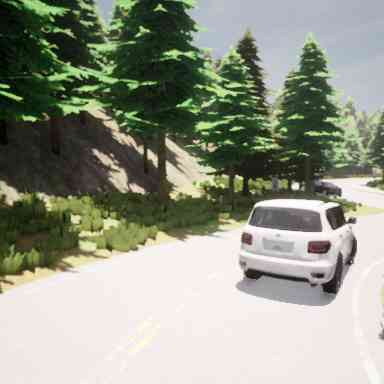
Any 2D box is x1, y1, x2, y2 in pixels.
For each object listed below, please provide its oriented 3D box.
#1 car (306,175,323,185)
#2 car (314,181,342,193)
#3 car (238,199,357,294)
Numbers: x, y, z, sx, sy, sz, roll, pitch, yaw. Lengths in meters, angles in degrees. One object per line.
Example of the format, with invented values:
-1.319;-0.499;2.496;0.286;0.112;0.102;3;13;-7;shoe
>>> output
21.499;-2.144;58.246;1.882;1.535;5.008;3;6;30;car
15.692;-0.433;38.863;1.882;1.535;5.008;0;5;-2;car
3.182;1.222;9.308;2.150;2.045;5.566;3;2;31;car
